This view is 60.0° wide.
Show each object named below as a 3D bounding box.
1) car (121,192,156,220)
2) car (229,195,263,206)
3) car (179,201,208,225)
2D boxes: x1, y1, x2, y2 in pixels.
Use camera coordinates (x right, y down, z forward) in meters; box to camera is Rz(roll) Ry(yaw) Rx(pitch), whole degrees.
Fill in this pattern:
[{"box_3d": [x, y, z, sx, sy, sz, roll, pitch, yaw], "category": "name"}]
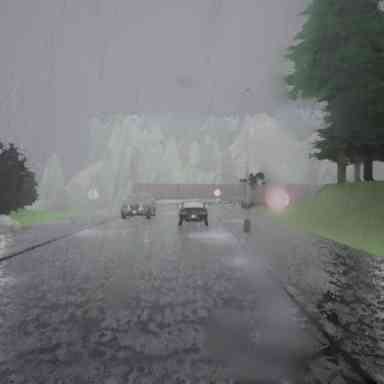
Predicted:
[{"box_3d": [-4.111, 1.054, 26.445, 2.150, 2.045, 5.566, 0, 0, 0], "category": "car"}, {"box_3d": [7.815, 1.194, 47.723, 4.902, 1.511, 2.128, 0, -1, 5], "category": "car"}, {"box_3d": [0.099, 1.333, 22.929, 1.882, 1.535, 5.008, 0, 0, 0], "category": "car"}]
